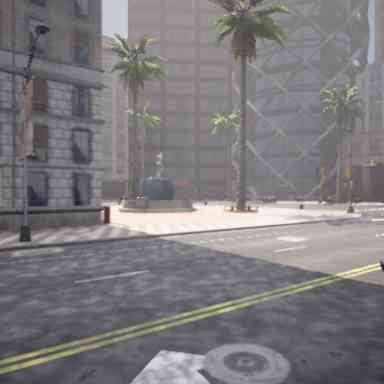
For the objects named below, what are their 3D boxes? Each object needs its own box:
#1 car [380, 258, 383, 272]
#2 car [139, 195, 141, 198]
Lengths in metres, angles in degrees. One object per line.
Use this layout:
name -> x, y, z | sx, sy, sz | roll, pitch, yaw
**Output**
car -> 7.142, 1.542, 8.931 | 5.357, 1.411, 2.033 | 0, 0, -35
car -> -8.688, 1.333, 57.524 | 4.553, 1.767, 2.097 | 0, 0, 3
